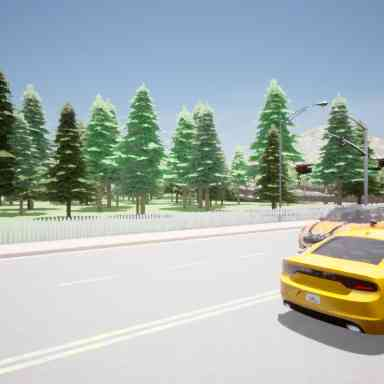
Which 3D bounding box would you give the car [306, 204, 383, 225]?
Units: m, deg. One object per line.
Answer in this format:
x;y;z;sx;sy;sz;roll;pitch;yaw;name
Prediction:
6.095;1.352;12.611;4.553;1.767;2.097;0;0;-35;car

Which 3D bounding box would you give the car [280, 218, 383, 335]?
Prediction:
3.878;1.478;6.519;5.008;1.535;1.882;0;0;-35;car
